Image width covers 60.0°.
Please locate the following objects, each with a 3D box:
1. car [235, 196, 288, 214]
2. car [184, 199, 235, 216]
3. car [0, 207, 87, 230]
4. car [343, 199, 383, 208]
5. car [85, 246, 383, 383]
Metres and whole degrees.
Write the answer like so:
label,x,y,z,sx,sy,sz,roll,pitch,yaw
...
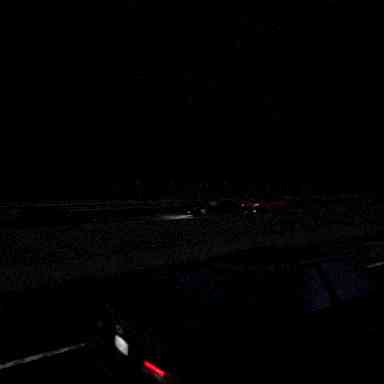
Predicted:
label,x,y,z,sx,sy,sz,roll,pitch,yaw
car,6.551,1.153,30.157,4.553,1.767,2.097,-1,0,-35
car,1.855,1.383,31.110,5.357,1.411,2.033,-1,0,-35
car,-7.531,1.487,15.817,4.892,1.490,1.837,0,0,-35
car,14.318,1.299,27.103,5.357,1.411,2.033,-1,0,-35
car,1.353,1.525,4.712,5.357,1.411,2.033,0,0,-36
